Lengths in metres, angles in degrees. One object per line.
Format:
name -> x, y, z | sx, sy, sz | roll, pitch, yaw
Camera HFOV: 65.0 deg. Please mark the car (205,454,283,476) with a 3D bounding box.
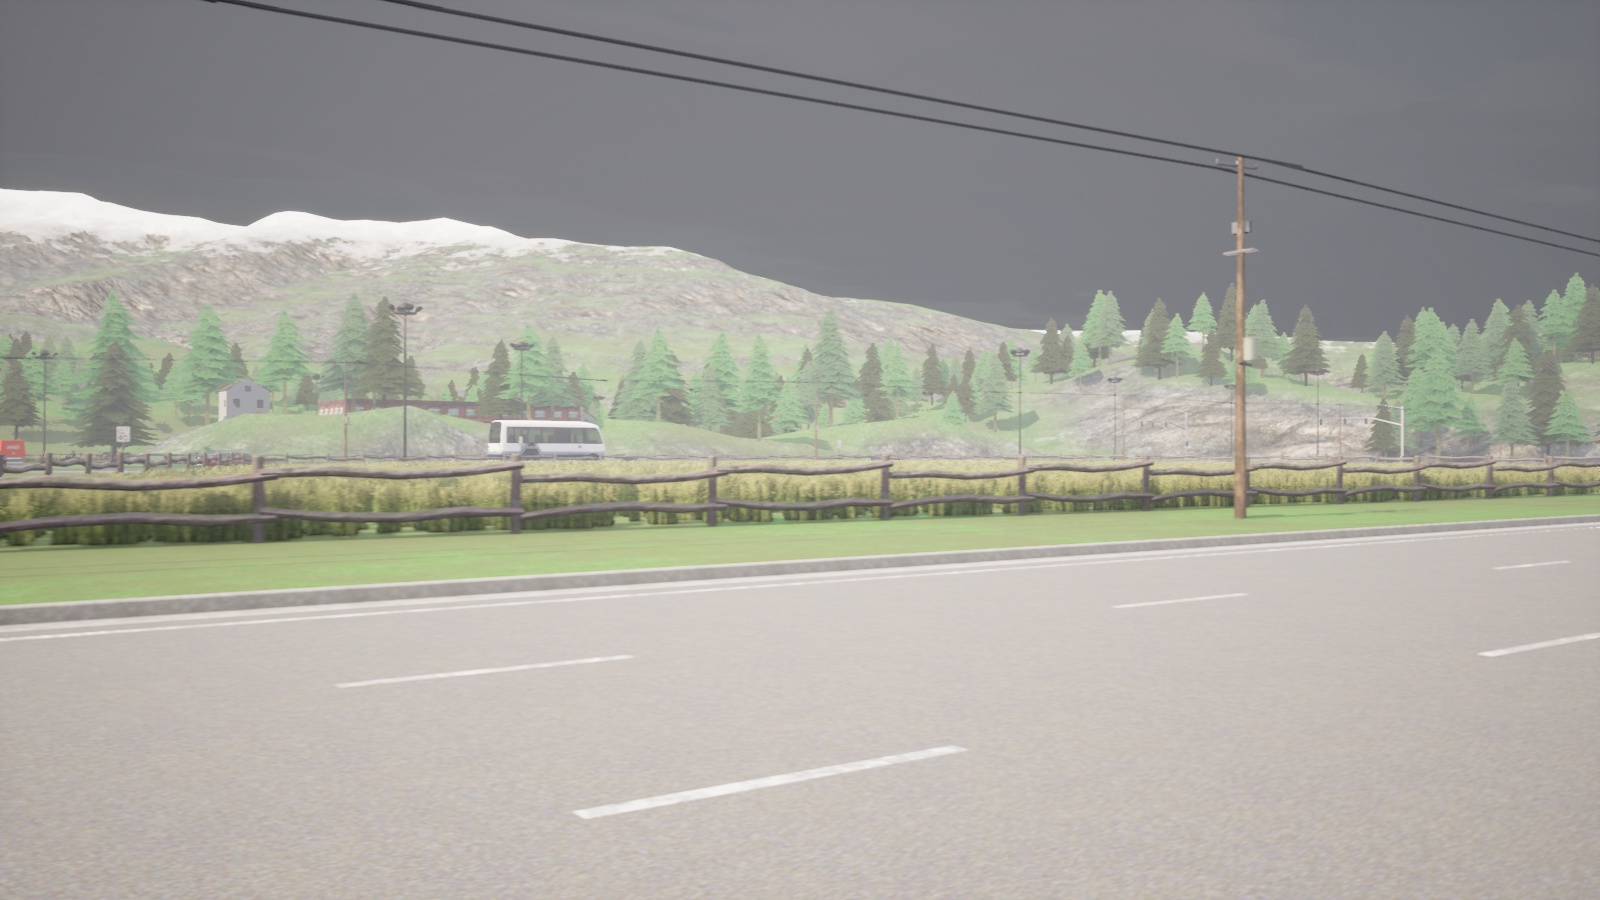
car -> -39.526, 1.047, 89.316 | 4.792, 1.488, 2.163 | 0, 0, -35
